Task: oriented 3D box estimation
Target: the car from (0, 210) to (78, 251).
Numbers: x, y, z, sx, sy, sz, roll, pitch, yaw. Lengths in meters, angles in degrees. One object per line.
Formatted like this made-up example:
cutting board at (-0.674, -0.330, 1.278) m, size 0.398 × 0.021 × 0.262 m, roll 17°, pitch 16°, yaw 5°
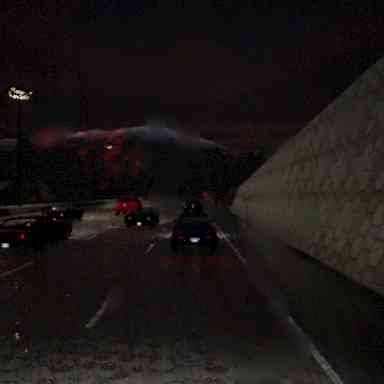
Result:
car at (-6.905, 1.702, 14.580) m, size 1.895 × 1.301 × 4.718 m, roll 0°, pitch 0°, yaw 0°

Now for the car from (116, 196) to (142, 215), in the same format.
car at (-6.909, 1.474, 36.789) m, size 2.150 × 2.045 × 5.566 m, roll 0°, pitch 0°, yaw 0°

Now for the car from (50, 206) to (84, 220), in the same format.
car at (-10.405, 1.788, 27.234) m, size 1.895 × 1.301 × 4.718 m, roll 0°, pitch 0°, yaw 0°

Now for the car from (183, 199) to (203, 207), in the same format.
car at (0.090, 1.605, 36.806) m, size 2.097 × 1.767 × 4.553 m, roll 0°, pitch 0°, yaw 0°

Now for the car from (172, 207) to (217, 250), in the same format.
car at (0.097, 1.627, 14.722) m, size 1.812 × 1.442 × 4.674 m, roll 0°, pitch 0°, yaw 0°

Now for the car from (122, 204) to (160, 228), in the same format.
car at (-3.406, 1.764, 23.665) m, size 1.895 × 1.301 × 4.718 m, roll 0°, pitch 0°, yaw 0°
